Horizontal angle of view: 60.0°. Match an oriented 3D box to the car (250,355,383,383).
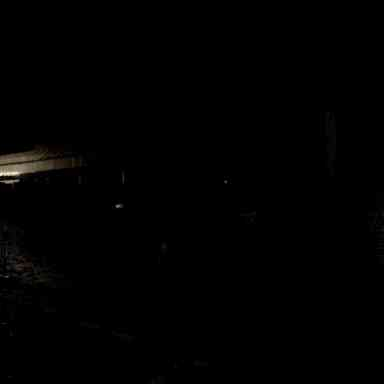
[{"bbox_3d":[2.168,1.540,1.416,4.403,1.369,2.008,-1,0,35],"label":"car"}]
